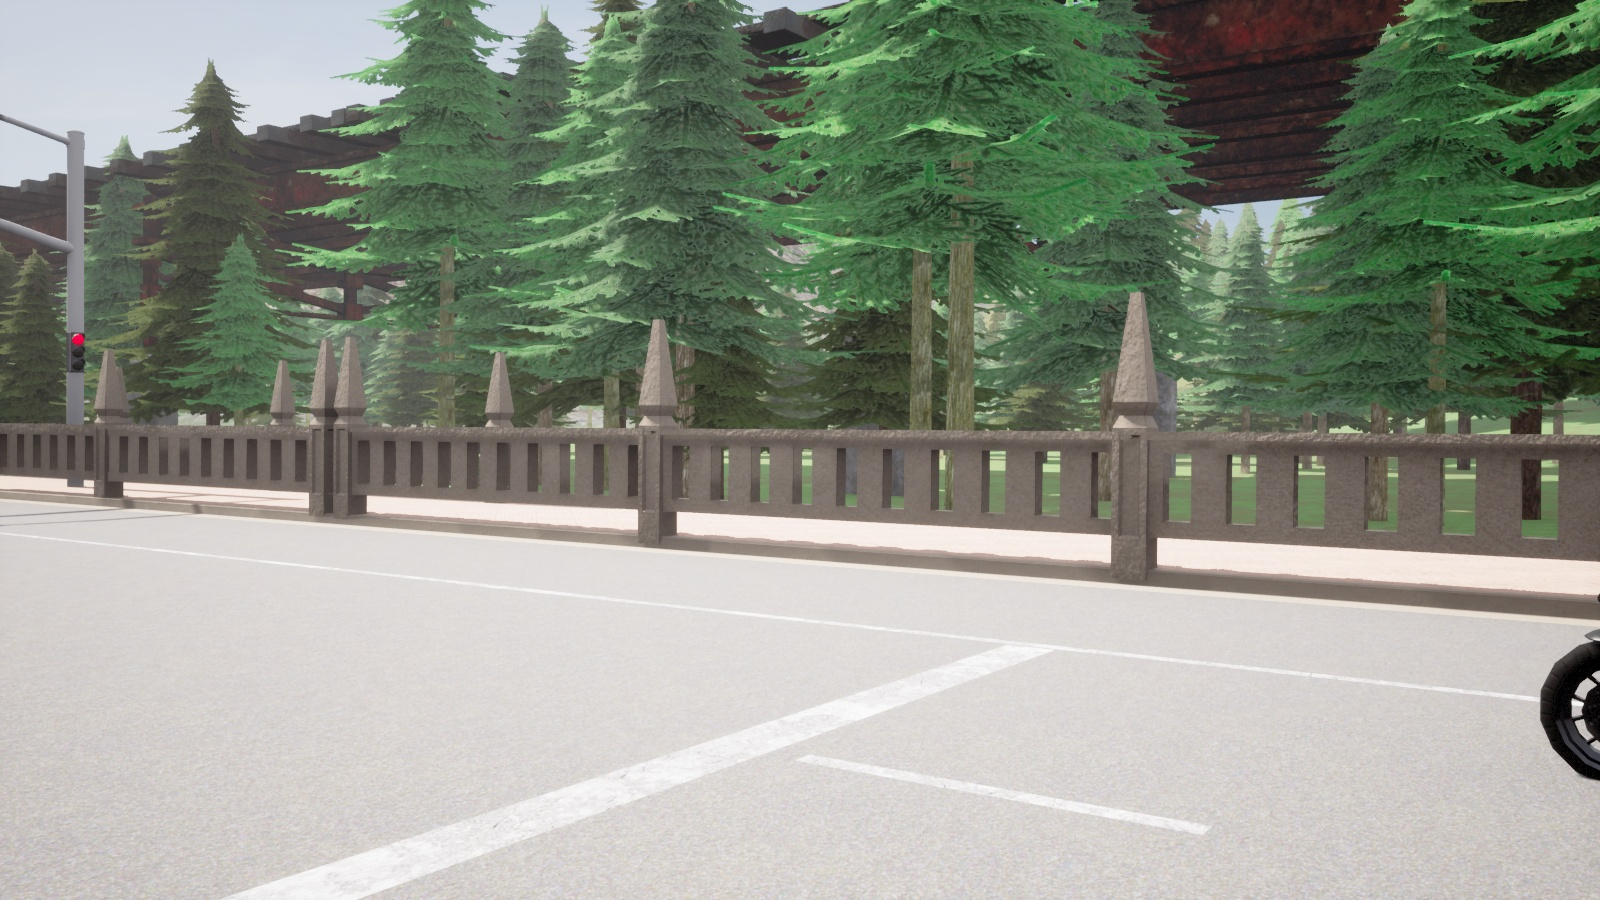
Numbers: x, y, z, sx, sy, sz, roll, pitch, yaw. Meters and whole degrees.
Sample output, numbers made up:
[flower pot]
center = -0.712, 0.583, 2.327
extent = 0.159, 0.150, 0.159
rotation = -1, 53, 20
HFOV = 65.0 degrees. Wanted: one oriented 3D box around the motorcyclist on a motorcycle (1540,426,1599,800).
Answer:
[motorcyclist on a motorcycle]
center = 4.247, 0.660, 5.004
extent = 2.191, 1.530, 0.866
rotation = 0, 1, 34
